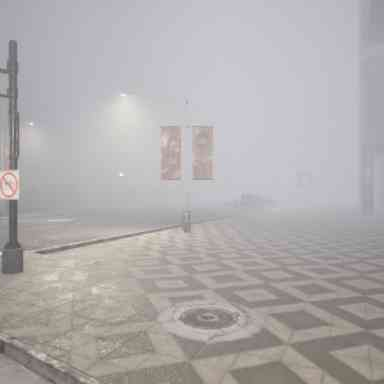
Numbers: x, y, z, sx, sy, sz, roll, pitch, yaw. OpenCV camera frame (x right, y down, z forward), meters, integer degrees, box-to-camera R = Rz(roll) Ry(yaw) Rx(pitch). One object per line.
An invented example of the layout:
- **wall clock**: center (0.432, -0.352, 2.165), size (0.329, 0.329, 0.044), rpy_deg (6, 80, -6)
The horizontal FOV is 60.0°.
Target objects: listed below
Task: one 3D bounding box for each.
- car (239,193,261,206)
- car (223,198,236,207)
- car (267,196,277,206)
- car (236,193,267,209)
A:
- **car**: center (9.887, 1.181, 56.572), size (2.150, 2.045, 5.566), rpy_deg (0, 0, 26)
- **car**: center (6.222, 1.569, 49.009), size (1.895, 1.301, 4.718), rpy_deg (0, 0, 27)
- **car**: center (12.793, 1.447, 55.117), size (2.128, 1.511, 4.902), rpy_deg (0, 0, 26)
- **car**: center (8.272, 1.187, 45.791), size (2.150, 2.045, 5.566), rpy_deg (0, 0, 27)
